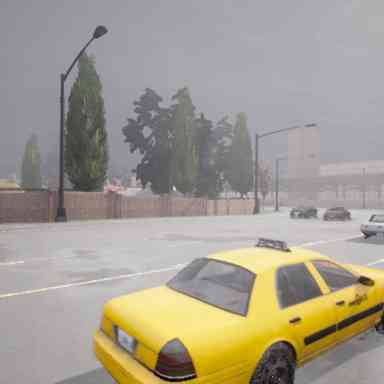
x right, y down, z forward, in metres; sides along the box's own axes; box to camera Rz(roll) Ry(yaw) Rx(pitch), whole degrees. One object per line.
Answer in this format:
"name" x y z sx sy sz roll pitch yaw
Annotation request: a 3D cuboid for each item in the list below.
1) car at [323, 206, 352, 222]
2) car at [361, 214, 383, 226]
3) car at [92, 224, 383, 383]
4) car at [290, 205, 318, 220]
"car" 14.711 2.178 33.540 1.812 1.442 4.674 0 -2 37
"car" 10.781 1.845 17.894 1.895 1.301 4.718 0 -1 44
"car" 1.356 1.464 4.882 5.366 1.575 1.801 1 0 -38
"car" 12.175 2.149 35.983 2.128 1.511 4.902 0 -2 37
